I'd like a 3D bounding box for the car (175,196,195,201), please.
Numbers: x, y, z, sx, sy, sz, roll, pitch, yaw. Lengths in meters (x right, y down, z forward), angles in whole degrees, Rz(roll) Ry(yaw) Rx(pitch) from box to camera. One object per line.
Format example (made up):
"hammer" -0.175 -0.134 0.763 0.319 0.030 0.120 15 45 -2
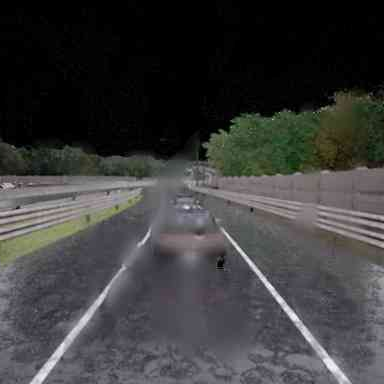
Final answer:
"car" -0.520 0.999 24.275 2.033 1.411 5.357 0 1 -2

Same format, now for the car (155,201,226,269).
"car" -0.065 1.259 10.293 2.128 1.511 4.902 0 1 -1
